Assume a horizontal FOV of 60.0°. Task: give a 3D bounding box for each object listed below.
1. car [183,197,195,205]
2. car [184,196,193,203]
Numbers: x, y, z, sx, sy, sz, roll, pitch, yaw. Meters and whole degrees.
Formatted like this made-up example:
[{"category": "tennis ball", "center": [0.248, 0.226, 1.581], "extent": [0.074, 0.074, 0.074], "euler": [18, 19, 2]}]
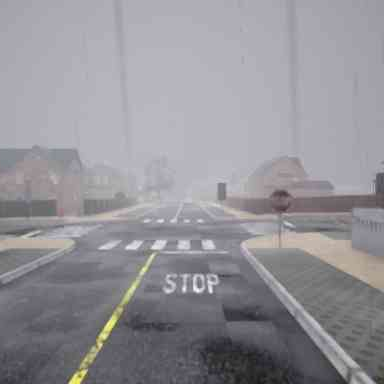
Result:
[{"category": "car", "center": [-0.594, 1.751, 64.092], "extent": [1.812, 1.442, 4.674], "euler": [0, -1, -1]}, {"category": "car", "center": [-0.762, 1.701, 74.117], "extent": [1.994, 1.385, 4.181], "euler": [0, -1, -2]}]
